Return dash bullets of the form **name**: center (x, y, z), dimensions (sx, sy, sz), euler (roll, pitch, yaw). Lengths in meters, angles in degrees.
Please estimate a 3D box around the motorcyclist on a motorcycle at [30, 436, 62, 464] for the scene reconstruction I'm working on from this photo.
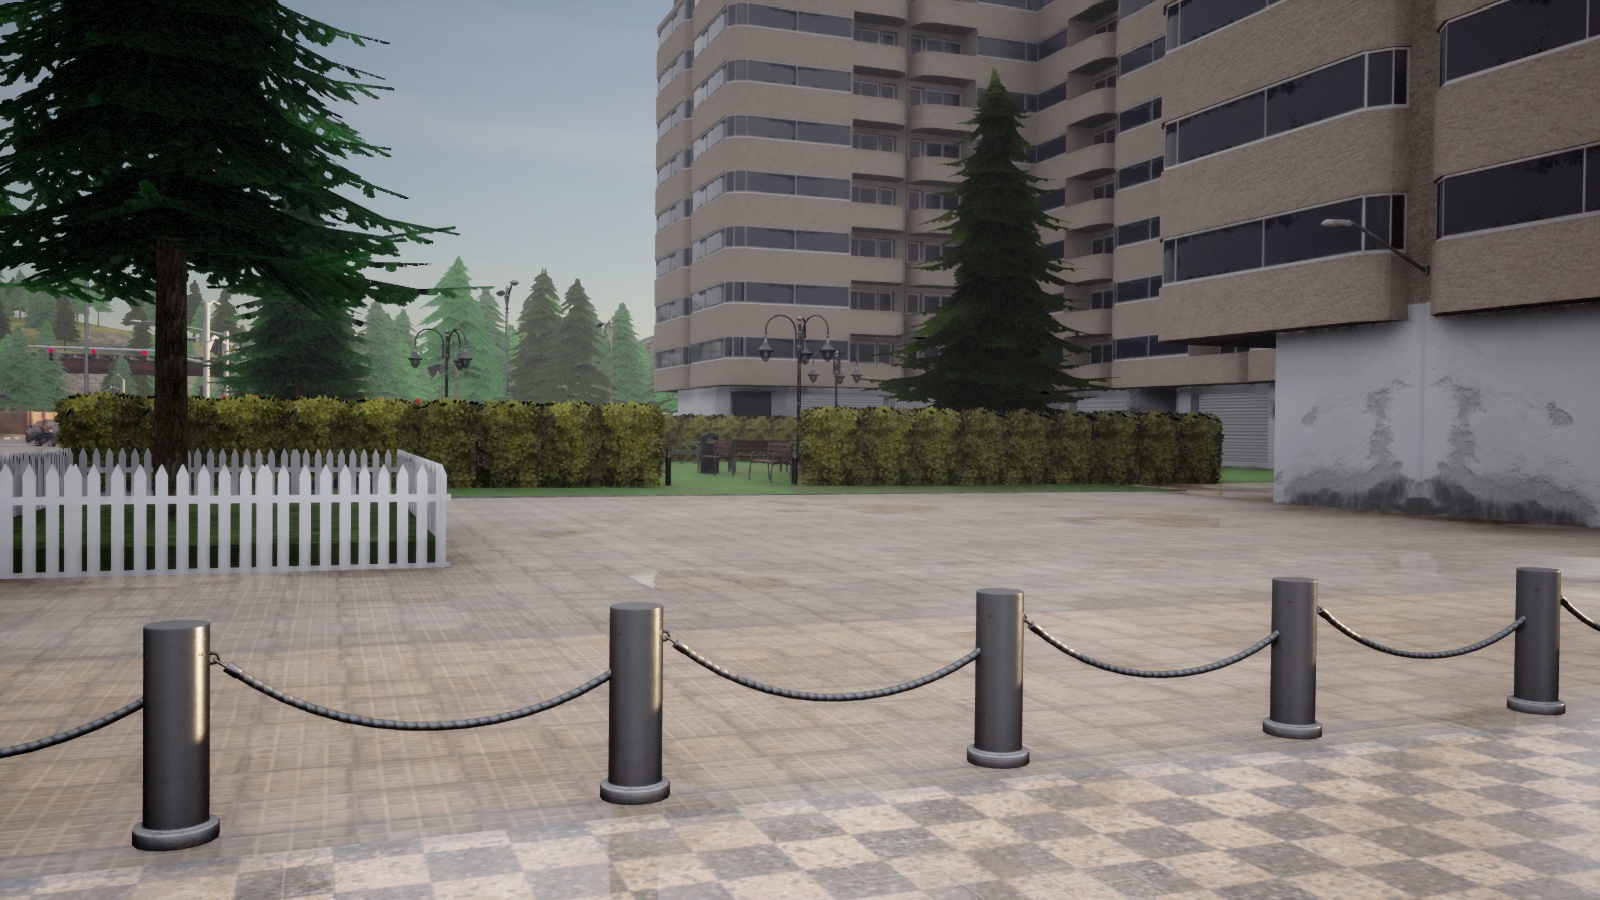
- **motorcyclist on a motorcycle**: center (-45.431, 0.008, 75.663), dimensions (2.350, 1.649, 0.766), euler (0, 0, 34)
